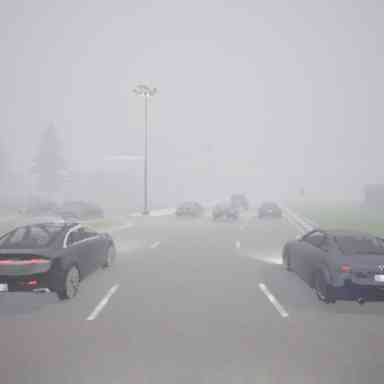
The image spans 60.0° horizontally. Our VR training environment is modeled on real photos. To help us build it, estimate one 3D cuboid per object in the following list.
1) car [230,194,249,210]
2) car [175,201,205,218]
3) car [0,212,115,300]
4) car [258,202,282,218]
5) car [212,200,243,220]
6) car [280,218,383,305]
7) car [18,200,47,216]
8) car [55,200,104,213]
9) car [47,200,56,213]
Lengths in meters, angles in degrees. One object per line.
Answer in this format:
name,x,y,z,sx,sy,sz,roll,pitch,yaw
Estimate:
car,6.058,1.242,42.455,2.150,2.045,5.566,0,0,12
car,-0.105,1.570,30.471,2.033,1.411,5.357,0,0,12
car,-3.358,1.505,8.405,2.128,1.511,4.902,0,0,2
car,6.931,1.571,29.789,1.994,1.385,4.181,0,0,12
car,2.966,1.615,28.023,1.895,1.301,4.718,0,0,12
car,3.608,1.562,8.151,1.994,1.385,4.181,0,0,2
car,-15.088,1.549,33.160,2.128,1.511,4.902,0,0,12
car,-9.096,1.605,27.926,1.994,1.385,4.181,0,0,13
car,-11.635,1.555,32.569,1.837,1.490,4.892,0,0,12
